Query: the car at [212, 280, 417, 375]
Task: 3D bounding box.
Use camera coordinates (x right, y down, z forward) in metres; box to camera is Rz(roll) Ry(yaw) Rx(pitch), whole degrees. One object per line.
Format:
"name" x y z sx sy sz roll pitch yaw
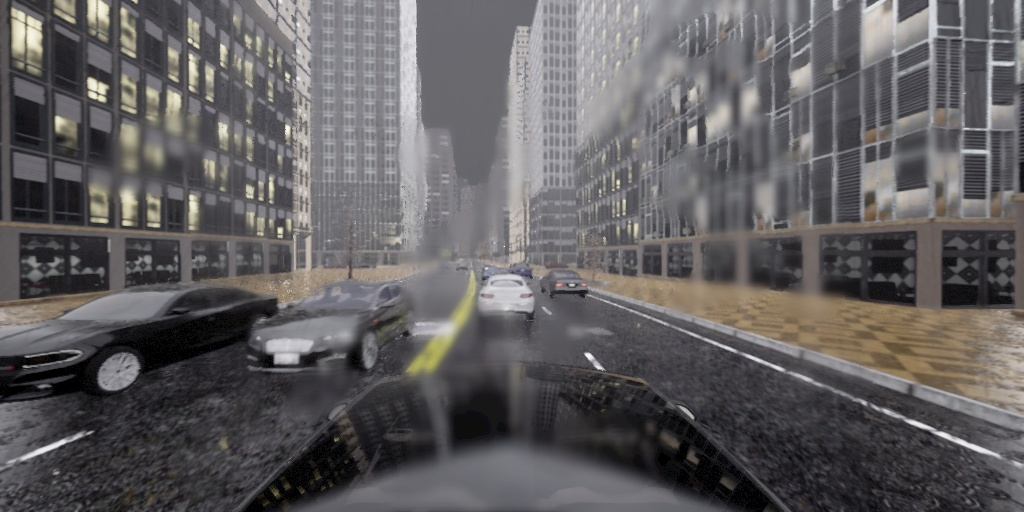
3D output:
"car" -3.434 1.309 7.834 2.128 1.511 4.902 0 -1 -1

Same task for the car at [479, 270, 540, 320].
"car" -0.223 1.398 13.201 1.812 1.442 4.674 0 -1 -2

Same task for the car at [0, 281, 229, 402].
"car" -6.671 1.286 6.830 1.882 1.535 5.008 0 -1 -1

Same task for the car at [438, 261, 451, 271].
"car" -12.118 1.752 64.245 2.097 1.767 4.553 0 0 -6

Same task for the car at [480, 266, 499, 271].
"car" -2.056 1.645 34.798 2.033 1.411 5.357 0 -1 -6

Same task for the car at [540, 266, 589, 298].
"car" 2.698 1.484 19.737 2.033 1.411 5.357 0 -1 -4

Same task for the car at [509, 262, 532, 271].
"car" 0.813 1.479 38.241 2.097 1.767 4.553 0 -1 -6

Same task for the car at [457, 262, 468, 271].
"car" -8.881 1.910 64.545 1.837 1.490 4.892 0 -1 -6
